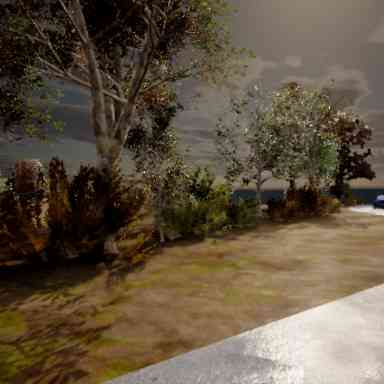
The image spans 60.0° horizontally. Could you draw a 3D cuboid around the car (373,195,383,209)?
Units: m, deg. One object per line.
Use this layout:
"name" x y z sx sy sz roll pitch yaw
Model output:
"car" 21.701 1.097 37.580 1.882 1.535 5.008 -1 0 34
